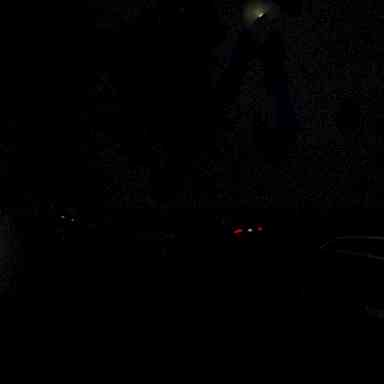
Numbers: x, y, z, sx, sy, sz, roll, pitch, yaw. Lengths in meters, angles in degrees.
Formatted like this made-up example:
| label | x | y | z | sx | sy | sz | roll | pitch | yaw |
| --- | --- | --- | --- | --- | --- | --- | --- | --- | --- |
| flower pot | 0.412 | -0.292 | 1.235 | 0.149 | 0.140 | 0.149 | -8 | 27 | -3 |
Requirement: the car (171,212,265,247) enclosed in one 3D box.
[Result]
| label | x | y | z | sx | sy | sz | roll | pitch | yaw |
| --- | --- | --- | --- | --- | --- | --- | --- | --- | --- |
| car | 1.025 | 1.691 | 15.990 | 2.033 | 1.411 | 5.357 | 0 | -1 | -34 |

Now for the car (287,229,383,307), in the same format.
| label | x | y | z | sx | sy | sz | roll | pitch | yaw |
| --- | --- | --- | --- | --- | --- | --- | --- | --- | --- |
| car | 4.105 | 1.501 | 6.189 | 2.128 | 1.511 | 4.902 | 0 | -1 | -34 |

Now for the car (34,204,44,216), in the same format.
| label | x | y | z | sx | sy | sz | roll | pitch | yaw |
| --- | --- | --- | --- | --- | --- | --- | --- | --- | --- |
| car | -20.161 | 2.223 | 42.170 | 2.128 | 1.511 | 4.902 | 0 | -1 | -34 |

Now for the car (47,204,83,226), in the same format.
| label | x | y | z | sx | sy | sz | roll | pitch | yaw |
| --- | --- | --- | --- | --- | --- | --- | --- | --- | --- |
| car | -10.605 | 1.973 | 27.902 | 1.812 | 1.442 | 4.674 | 0 | -1 | -34 |

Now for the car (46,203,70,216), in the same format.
| label | x | y | z | sx | sy | sz | roll | pitch | yaw |
| --- | --- | --- | --- | --- | --- | --- | --- | --- | --- |
| car | -17.508 | 2.276 | 43.335 | 1.837 | 1.490 | 4.892 | 0 | -1 | -34 |
